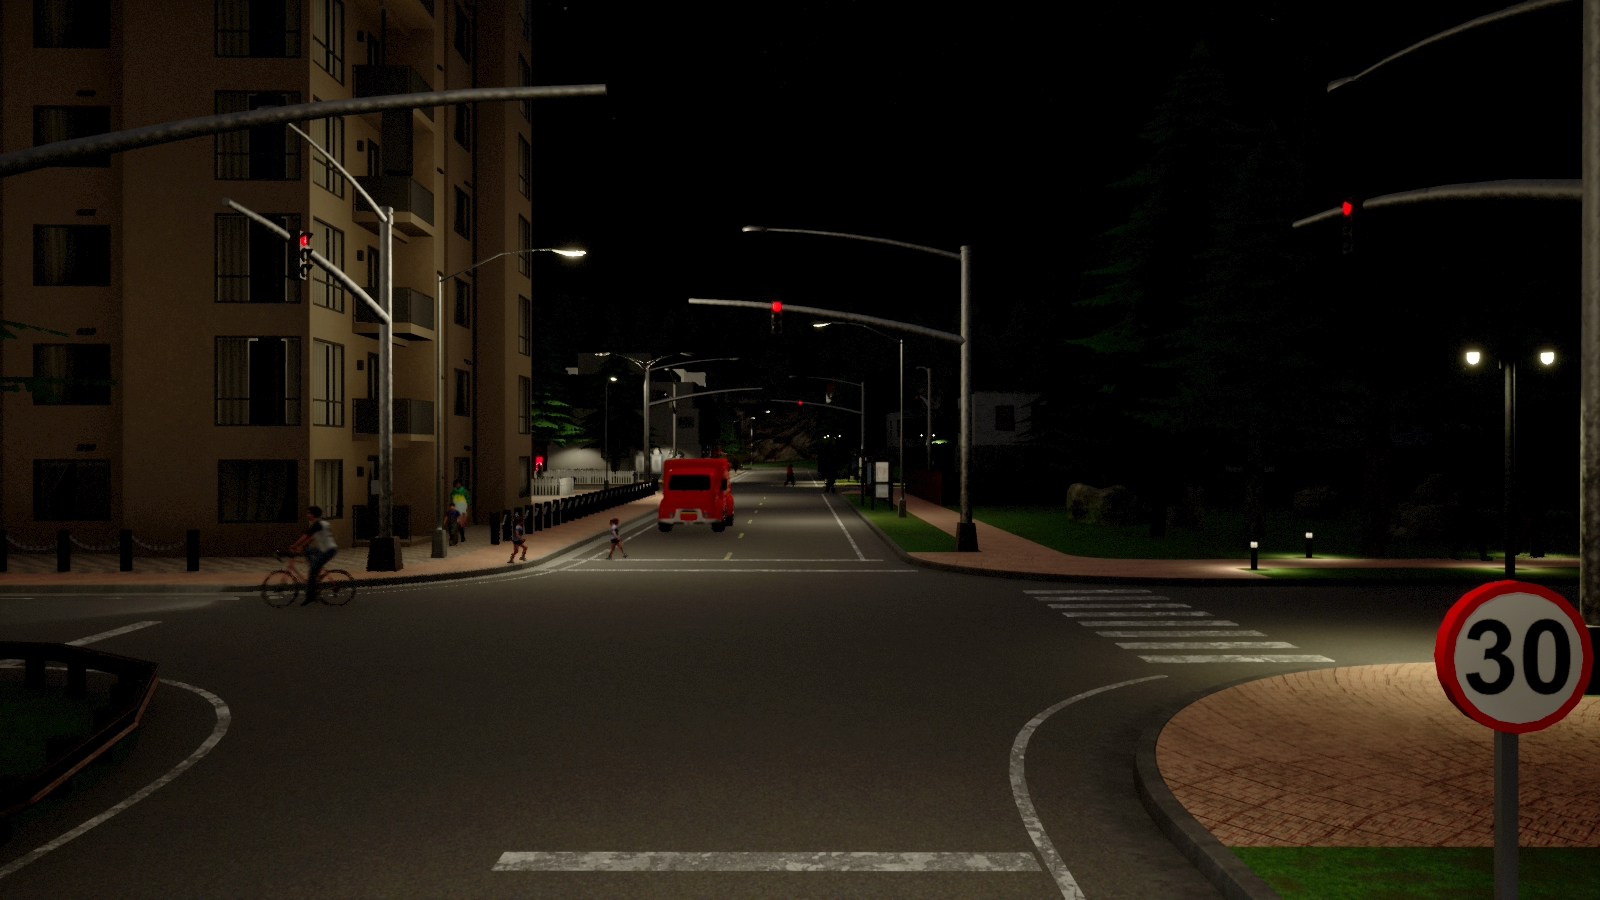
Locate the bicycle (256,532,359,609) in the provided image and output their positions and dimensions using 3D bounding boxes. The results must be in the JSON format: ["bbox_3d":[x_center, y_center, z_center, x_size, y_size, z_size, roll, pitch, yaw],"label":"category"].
[{"bbox_3d":[-8.785,2.135,20.400,1.643,1.314,0.373,-1,-3,-5],"label":"bicycle"}]

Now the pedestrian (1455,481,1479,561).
[{"bbox_3d":[15.667,1.665,26.838,0.375,1.860,0.375,0,0,6],"label":"pedestrian"}]

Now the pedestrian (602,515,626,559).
[{"bbox_3d":[-4.735,2.209,29.096,0.500,1.100,0.500,0,0,3],"label":"pedestrian"}]

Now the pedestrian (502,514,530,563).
[{"bbox_3d":[-6.607,2.057,26.621,0.500,1.100,0.500,0,0,5],"label":"pedestrian"}]

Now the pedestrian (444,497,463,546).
[{"bbox_3d":[-9.505,1.957,31.331,0.375,1.300,0.375,0,0,4],"label":"pedestrian"}]

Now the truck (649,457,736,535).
[{"bbox_3d":[-3.697,1.535,40.336,2.627,2.467,5.204,0,1,0],"label":"truck"}]

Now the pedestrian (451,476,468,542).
[{"bbox_3d":[-9.698,1.677,32.568,0.375,1.860,0.375,0,0,2],"label":"pedestrian"}]

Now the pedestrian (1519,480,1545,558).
[{"bbox_3d":[17.652,1.663,27.558,0.375,1.860,0.375,0,0,1],"label":"pedestrian"}]
